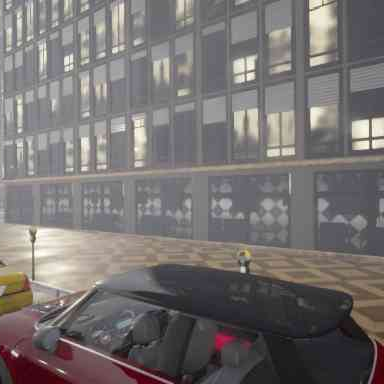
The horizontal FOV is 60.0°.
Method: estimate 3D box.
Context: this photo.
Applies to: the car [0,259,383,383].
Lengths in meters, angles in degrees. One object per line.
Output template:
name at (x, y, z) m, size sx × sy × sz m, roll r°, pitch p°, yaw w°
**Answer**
car at (-0.350, 1.441, 3.143) m, size 4.097 × 1.590 × 1.967 m, roll 0°, pitch -1°, yaw 35°
